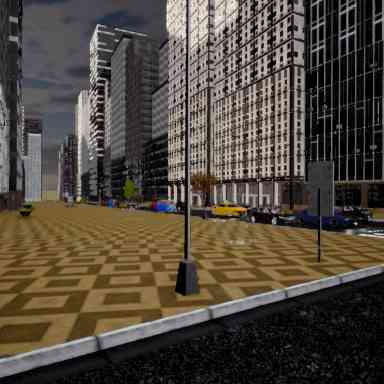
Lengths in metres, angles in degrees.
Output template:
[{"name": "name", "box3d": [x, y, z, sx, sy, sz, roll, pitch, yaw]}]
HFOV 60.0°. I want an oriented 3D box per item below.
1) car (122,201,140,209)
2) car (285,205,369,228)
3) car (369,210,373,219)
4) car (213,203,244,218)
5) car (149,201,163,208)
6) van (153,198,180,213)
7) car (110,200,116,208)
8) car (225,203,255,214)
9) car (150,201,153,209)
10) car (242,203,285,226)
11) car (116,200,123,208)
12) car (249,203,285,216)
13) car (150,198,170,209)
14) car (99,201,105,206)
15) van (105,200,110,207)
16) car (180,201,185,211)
[{"name": "car", "box3d": [-10.862, 2.525, 61.407, 2.008, 1.369, 4.403, -1, -1, -26]}, {"name": "car", "box3d": [9.724, 1.774, 24.534, 2.033, 1.411, 5.357, 0, -1, -26]}, {"name": "car", "box3d": [13.719, 1.854, 29.532, 2.008, 1.369, 4.403, -1, -1, -26]}, {"name": "car", "box3d": [4.095, 1.933, 36.241, 1.882, 1.535, 5.008, 0, -1, -26]}, {"name": "car", "box3d": [-8.169, 2.809, 75.173, 1.802, 1.307, 4.206, -1, -1, -26]}, {"name": "van", "box3d": [-3.569, 2.005, 46.197, 1.690, 1.788, 3.998, -1, -1, -26]}, {"name": "car", "box3d": [-15.726, 2.731, 71.550, 1.887, 1.381, 4.507, -1, -1, -26]}, {"name": "car", "box3d": [6.423, 2.168, 44.746, 1.947, 1.339, 4.313, -1, -1, -26]}, {"name": "car", "box3d": [-4.961, 2.064, 55.321, 2.150, 2.045, 5.566, 0, -2, -25]}, {"name": "car", "box3d": [6.164, 1.814, 25.908, 2.008, 1.369, 4.403, -1, -1, -26]}, {"name": "car", "box3d": [-13.221, 2.602, 66.326, 1.752, 1.417, 4.829, -1, -1, -26]}, {"name": "car", "box3d": [8.855, 2.068, 39.675, 1.947, 1.339, 4.313, -1, -1, -26]}, {"name": "car", "box3d": [-6.409, 2.257, 65.537, 2.150, 2.045, 5.566, 0, -1, -26]}, {"name": "car", "box3d": [-23.022, 3.053, 86.762, 1.887, 1.381, 4.507, -1, -1, -26]}, {"name": "van", "box3d": [-18.161, 2.635, 76.623, 1.690, 1.788, 3.998, -1, -1, -26]}, {"name": "car", "box3d": [-1.898, 2.347, 56.134, 1.837, 1.490, 4.892, 0, -1, -26]}]
